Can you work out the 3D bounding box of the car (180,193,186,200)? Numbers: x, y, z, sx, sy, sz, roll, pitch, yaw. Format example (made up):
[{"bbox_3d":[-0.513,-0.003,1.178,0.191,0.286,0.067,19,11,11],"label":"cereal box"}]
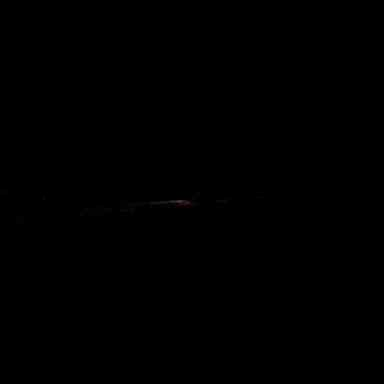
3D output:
[{"bbox_3d":[0.152,0.467,50.440,2.128,1.511,4.902,1,2,36],"label":"car"}]

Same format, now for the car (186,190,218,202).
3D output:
[{"bbox_3d":[1.722,0.583,46.293,1.882,1.535,5.008,1,2,35],"label":"car"}]

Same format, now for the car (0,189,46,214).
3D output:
[{"bbox_3d":[-15.423,0.813,28.540,2.150,2.045,5.566,1,2,35],"label":"car"}]

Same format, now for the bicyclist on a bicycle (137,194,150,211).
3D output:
[{"bbox_3d":[-4.491,0.995,30.825,1.656,1.620,0.582,0,1,35],"label":"bicyclist on a bicycle"}]

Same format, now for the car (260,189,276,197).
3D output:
[{"bbox_3d":[14.762,0.163,64.653,1.837,1.490,4.892,1,0,36],"label":"car"}]
